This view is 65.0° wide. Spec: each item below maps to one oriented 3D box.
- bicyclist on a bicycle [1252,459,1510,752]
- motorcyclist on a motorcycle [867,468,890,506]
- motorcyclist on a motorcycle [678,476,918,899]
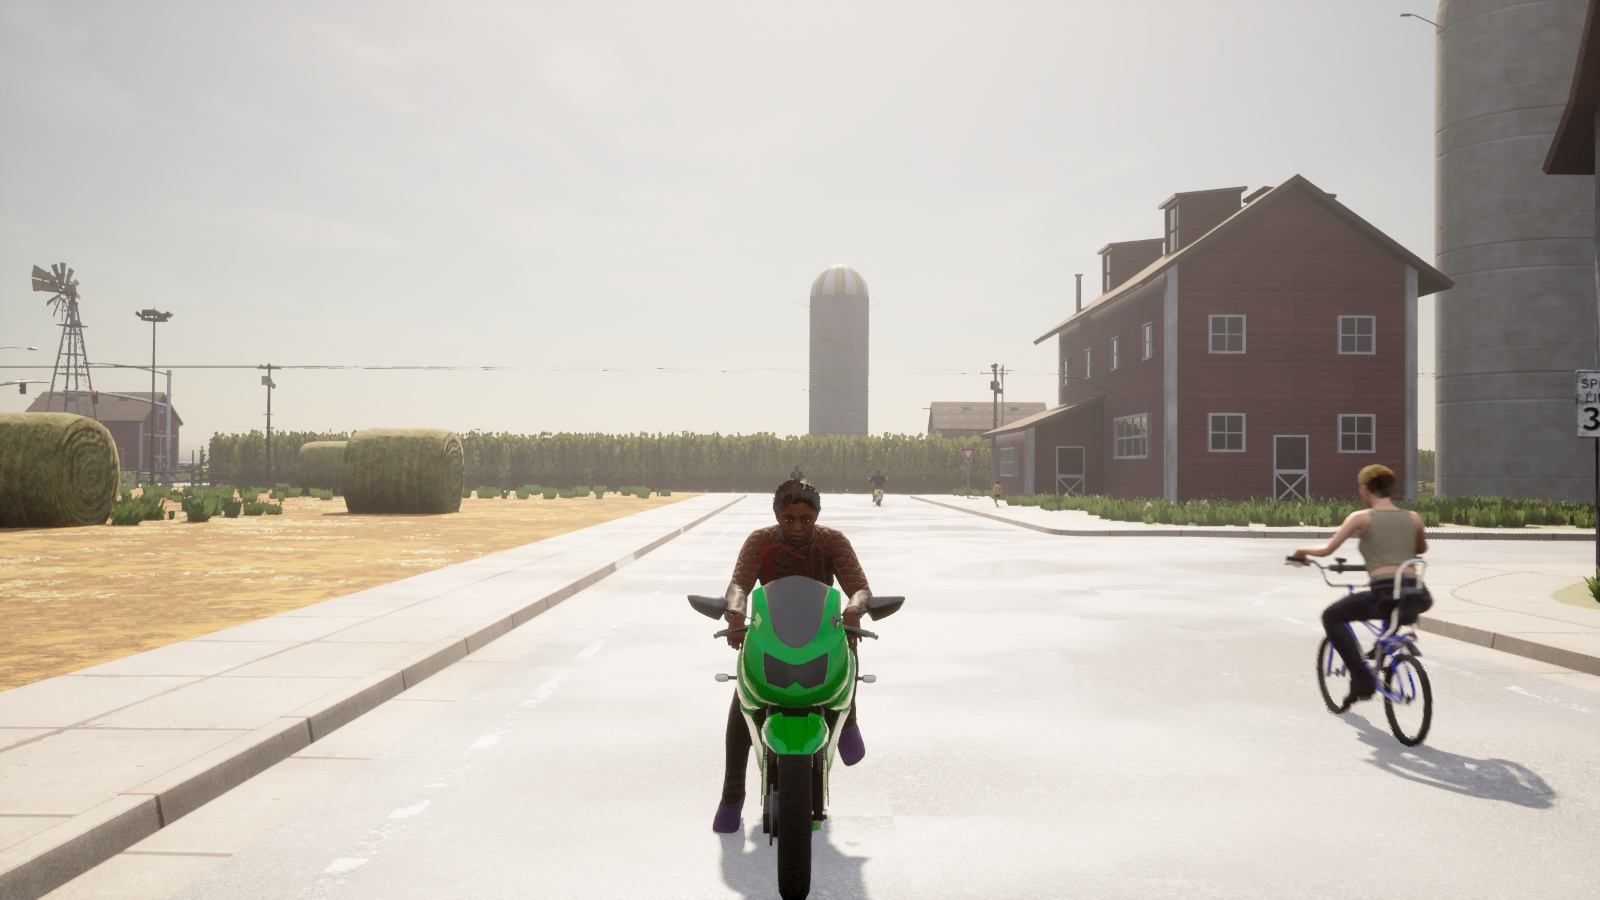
[{"bbox_3d":[3.475,0.867,7.679,0.866,1.612,1.509,0,-1,0],"label":"bicyclist on a bicycle"},{"bbox_3d":[3.361,1.584,53.982,0.866,1.590,1.817,0,-1,0],"label":"motorcyclist on a motorcycle"},{"bbox_3d":[-0.010,0.878,5.210,0.797,1.523,2.044,0,-1,0],"label":"motorcyclist on a motorcycle"}]
